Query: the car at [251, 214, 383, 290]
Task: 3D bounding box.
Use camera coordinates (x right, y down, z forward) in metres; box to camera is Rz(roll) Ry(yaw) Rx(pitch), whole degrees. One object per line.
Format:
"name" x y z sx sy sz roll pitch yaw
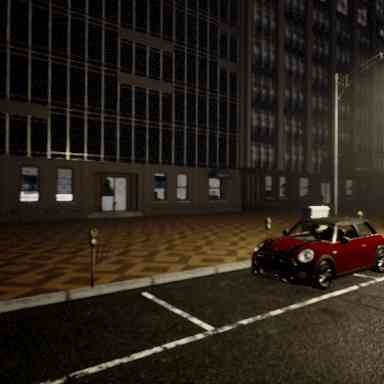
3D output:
"car" 3.519 1.444 9.058 4.097 1.590 1.967 0 0 -35
